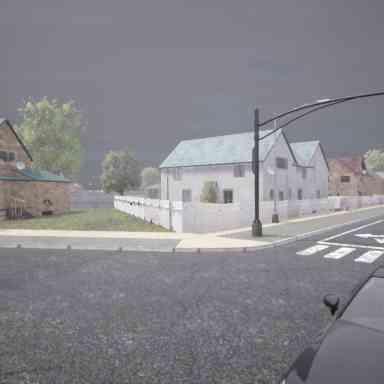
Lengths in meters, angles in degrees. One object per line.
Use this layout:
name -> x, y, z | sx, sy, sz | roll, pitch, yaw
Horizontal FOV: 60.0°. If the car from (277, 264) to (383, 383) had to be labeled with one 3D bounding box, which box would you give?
car -> 2.551, 1.524, 3.451 | 1.812, 1.442, 4.674 | 0, 0, 42
